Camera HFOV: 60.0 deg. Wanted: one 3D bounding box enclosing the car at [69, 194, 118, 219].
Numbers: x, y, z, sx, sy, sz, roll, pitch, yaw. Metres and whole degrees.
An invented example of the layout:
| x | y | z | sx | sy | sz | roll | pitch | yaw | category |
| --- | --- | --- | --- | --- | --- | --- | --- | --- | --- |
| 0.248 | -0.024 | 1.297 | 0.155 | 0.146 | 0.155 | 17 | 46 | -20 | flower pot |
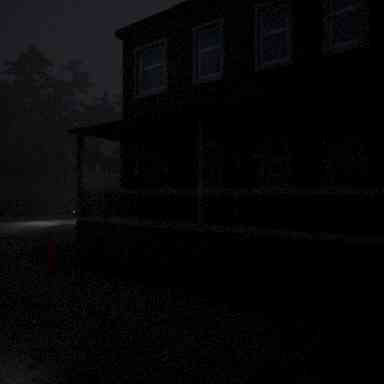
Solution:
| x | y | z | sx | sy | sz | roll | pitch | yaw | category |
| --- | --- | --- | --- | --- | --- | --- | --- | --- | --- |
| -7.697 | 1.206 | 28.480 | 2.150 | 2.045 | 5.566 | 0 | 0 | 35 | car |
